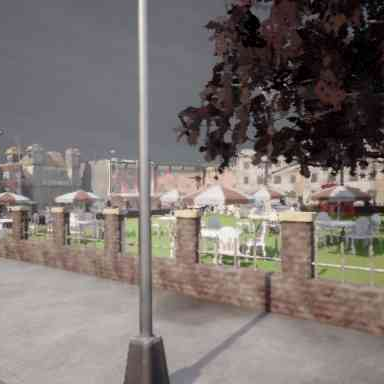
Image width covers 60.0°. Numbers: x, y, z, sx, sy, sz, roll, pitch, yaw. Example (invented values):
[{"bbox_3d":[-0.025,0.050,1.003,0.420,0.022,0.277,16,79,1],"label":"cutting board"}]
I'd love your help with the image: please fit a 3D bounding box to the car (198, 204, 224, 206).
[{"bbox_3d":[3.488,1.886,55.163,5.008,1.535,1.882,0,-1,0],"label":"car"}]
